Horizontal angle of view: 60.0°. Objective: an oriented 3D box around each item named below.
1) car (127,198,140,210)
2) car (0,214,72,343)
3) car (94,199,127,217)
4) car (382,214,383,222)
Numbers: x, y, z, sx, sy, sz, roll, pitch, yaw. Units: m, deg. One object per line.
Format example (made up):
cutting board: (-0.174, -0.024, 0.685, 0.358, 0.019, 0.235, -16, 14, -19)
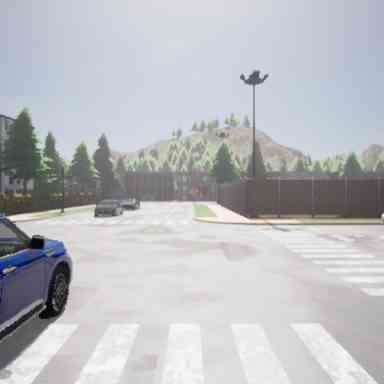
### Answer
car: (-7.721, 1.508, 41.835, 2.033, 1.411, 5.357, 0, 0, 0)
car: (-3.430, 1.221, 4.249, 2.150, 2.045, 5.566, 0, 0, -1)
car: (-7.725, 1.471, 31.185, 1.837, 1.490, 4.892, 0, 0, 0)
car: (14.423, 1.211, 19.748, 5.566, 2.045, 2.150, 0, 0, 0)
